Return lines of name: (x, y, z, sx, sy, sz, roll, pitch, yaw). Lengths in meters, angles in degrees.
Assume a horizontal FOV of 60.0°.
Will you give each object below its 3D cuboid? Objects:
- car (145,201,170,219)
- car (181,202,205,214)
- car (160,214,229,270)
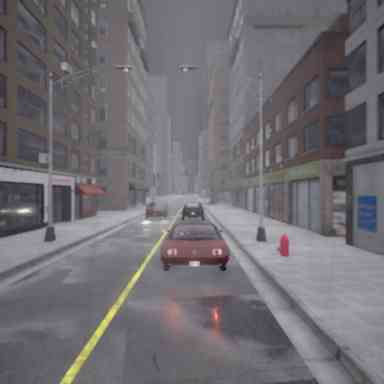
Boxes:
car: (-3.102, 1.591, 30.471, 1.882, 1.535, 5.008, 0, 0, 0)
car: (0.088, 1.587, 29.314, 1.882, 1.535, 5.008, 0, 0, 0)
car: (0.082, 1.641, 11.113, 1.895, 1.301, 4.718, 0, 0, 0)
